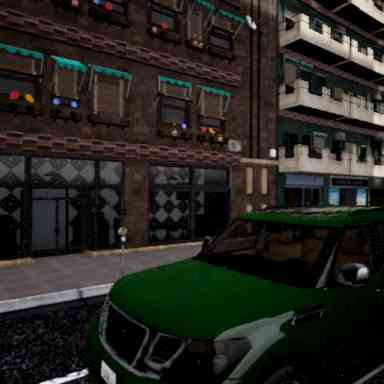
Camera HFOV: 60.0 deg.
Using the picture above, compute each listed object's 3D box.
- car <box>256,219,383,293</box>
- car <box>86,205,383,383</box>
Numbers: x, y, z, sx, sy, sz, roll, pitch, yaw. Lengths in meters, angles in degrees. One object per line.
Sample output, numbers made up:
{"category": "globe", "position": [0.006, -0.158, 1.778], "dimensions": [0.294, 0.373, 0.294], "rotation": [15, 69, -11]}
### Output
{"category": "car", "position": [4.066, 1.596, 9.467], "dimensions": [4.313, 1.339, 1.947], "rotation": [0, 0, -36]}
{"category": "car", "position": [1.530, 1.234, 4.474], "dimensions": [5.566, 2.045, 2.150], "rotation": [0, 0, -36]}
